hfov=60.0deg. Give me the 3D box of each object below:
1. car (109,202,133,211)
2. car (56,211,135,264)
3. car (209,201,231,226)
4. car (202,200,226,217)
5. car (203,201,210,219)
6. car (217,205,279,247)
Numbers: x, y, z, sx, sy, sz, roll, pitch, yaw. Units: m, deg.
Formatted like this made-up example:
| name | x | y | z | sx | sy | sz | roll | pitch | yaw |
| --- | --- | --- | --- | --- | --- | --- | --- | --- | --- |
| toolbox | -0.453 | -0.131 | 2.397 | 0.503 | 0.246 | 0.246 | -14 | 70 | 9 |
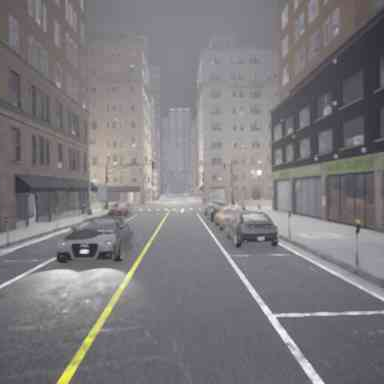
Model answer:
| name | x | y | z | sx | sy | sz | roll | pitch | yaw |
| --- | --- | --- | --- | --- | --- | --- | --- | --- | --- |
| car | -6.583 | 1.617 | 30.986 | 1.887 | 1.381 | 4.507 | -2 | 0 | -2 |
| car | -3.292 | 1.607 | 12.033 | 1.994 | 1.385 | 4.181 | -1 | 0 | -2 |
| car | 2.302 | 1.459 | 20.262 | 1.752 | 1.417 | 4.829 | -2 | 0 | -2 |
| car | 1.957 | 1.505 | 31.258 | 1.802 | 1.307 | 4.206 | -2 | 0 | -2 |
| car | 2.133 | 1.494 | 25.675 | 1.947 | 1.339 | 4.313 | -2 | 0 | -2 |
| car | 2.484 | 1.490 | 14.509 | 2.008 | 1.369 | 4.403 | -2 | 0 | -2 |
